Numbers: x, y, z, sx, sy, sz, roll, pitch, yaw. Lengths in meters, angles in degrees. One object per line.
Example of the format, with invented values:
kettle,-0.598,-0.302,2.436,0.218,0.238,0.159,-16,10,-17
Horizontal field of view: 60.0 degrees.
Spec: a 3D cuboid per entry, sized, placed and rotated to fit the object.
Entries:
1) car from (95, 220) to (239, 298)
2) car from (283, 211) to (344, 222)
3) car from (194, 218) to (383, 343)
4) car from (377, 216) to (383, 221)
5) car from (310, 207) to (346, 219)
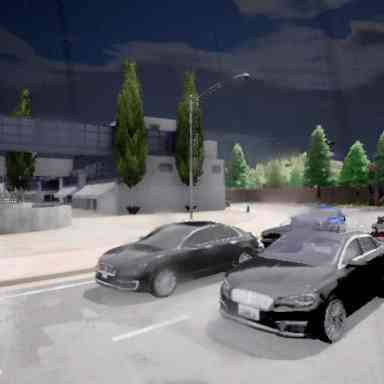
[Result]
car,-0.145,1.566,8.871,4.892,1.490,1.837,0,-1,-44
car,4.611,1.668,13.726,1.895,1.301,4.718,-1,0,37
car,2.565,1.525,6.686,2.128,1.511,4.902,-1,-1,45
car,7.434,1.603,11.657,1.994,1.385,4.181,-1,0,37
car,7.263,1.560,18.176,1.882,1.535,5.008,-1,0,30
